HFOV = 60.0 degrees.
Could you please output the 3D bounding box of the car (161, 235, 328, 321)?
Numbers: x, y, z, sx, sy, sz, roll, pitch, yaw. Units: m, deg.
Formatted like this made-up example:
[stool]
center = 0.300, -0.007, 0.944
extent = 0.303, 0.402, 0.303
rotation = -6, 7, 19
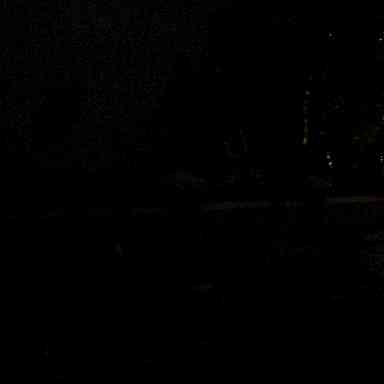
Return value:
[car]
center = 1.334, 1.655, 7.406
extent = 4.206, 1.307, 1.802
rotation = -1, -1, -35
